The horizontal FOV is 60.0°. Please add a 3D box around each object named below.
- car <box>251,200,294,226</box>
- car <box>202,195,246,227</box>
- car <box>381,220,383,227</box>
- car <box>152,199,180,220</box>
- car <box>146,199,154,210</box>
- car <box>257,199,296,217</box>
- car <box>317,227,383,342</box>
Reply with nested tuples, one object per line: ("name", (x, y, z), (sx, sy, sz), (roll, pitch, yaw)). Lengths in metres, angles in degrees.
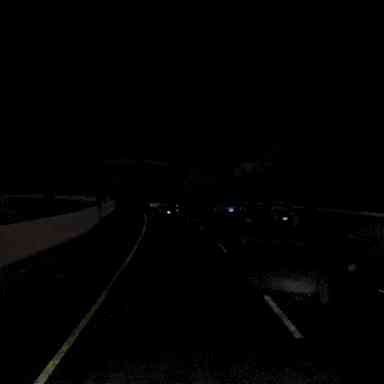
("car", (5.588, 1.517, 23.293), (1.812, 1.442, 4.674), (0, 0, -7))
("car", (2.100, 1.218, 23.202), (2.150, 2.045, 5.566), (0, 0, -7))
("car", (9.991, 1.463, 13.754), (1.882, 1.535, 5.008), (0, 0, -4))
("car", (-2.105, 1.566, 28.054), (1.994, 1.385, 4.181), (0, 0, -8))
("car", (-4.788, 1.605, 42.768), (1.895, 1.301, 4.718), (0, 0, -13))
("car", (7.953, 1.465, 31.853), (1.882, 1.535, 5.008), (0, 0, -9))
("car", (3.442, 1.521, 4.763), (1.812, 1.442, 4.674), (0, 0, -1))
